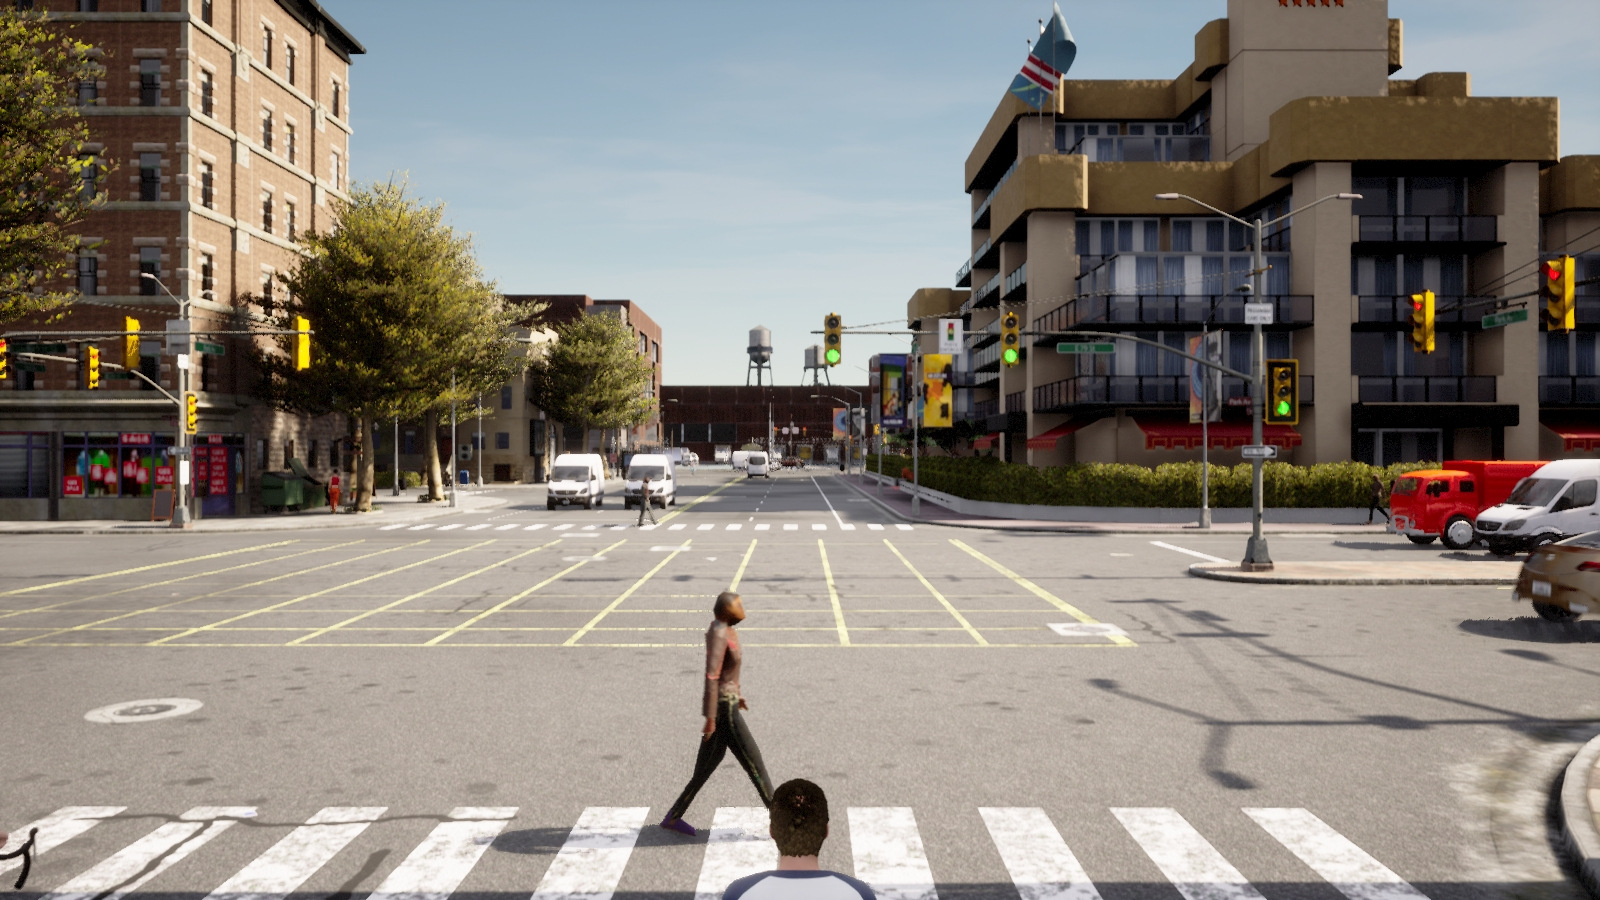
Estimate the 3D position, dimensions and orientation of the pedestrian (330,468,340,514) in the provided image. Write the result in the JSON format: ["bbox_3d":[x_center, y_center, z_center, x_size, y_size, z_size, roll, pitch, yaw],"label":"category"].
[{"bbox_3d":[-18.939,1.671,46.499,0.375,1.860,0.375,0,0,-21],"label":"pedestrian"}]

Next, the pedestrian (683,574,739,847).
[{"bbox_3d":[-0.643,1.844,8.190,0.375,1.860,0.375,0,0,-9],"label":"pedestrian"}]

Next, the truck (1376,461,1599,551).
[{"bbox_3d":[19.797,1.550,32.782,5.204,2.467,2.627,0,0,0],"label":"truck"}]

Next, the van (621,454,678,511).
[{"bbox_3d":[-7.239,1.504,55.576,1.988,2.561,5.915,0,0,0],"label":"van"}]

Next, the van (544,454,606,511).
[{"bbox_3d":[-10.709,1.505,54.771,1.988,2.561,5.915,0,0,-2],"label":"van"}]

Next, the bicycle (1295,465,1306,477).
[{"bbox_3d":[51.287,2.148,117.072,0.329,1.171,1.835,0,0,1],"label":"bicycle"}]

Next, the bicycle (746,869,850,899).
[{"bbox_3d":[-0.003,2.203,3.560,0.373,1.196,1.643,0,0,0],"label":"bicycle"}]

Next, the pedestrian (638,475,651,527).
[{"bbox_3d":[-5.597,1.827,41.146,0.375,1.860,0.375,0,0,6],"label":"pedestrian"}]

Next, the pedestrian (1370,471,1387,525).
[{"bbox_3d":[20.162,1.674,39.826,0.375,1.860,0.375,0,0,-2],"label":"pedestrian"}]

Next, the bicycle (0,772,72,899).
[{"bbox_3d":[-3.709,2.203,4.868,0.373,1.196,1.643,0,0,-8],"label":"bicycle"}]

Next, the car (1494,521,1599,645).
[{"bbox_3d":[13.886,1.982,17.702,5.027,1.651,2.152,0,0,-3],"label":"car"}]

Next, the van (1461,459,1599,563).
[{"bbox_3d":[20.477,1.518,29.275,5.915,2.561,1.988,0,0,0],"label":"van"}]
